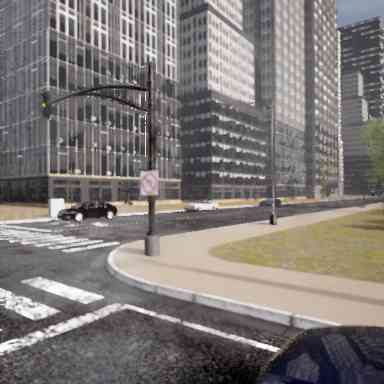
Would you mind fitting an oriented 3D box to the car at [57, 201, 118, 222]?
[{"bbox_3d":[-8.084,1.457,26.000,1.837,1.490,4.892,-1,0,37],"label":"car"}]

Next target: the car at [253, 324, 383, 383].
[{"bbox_3d":[2.389,1.570,1.979,4.181,1.385,1.994,0,0,36],"label":"car"}]

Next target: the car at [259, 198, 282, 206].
[{"bbox_3d":[12.586,1.585,53.246,2.033,1.411,5.357,-1,0,37],"label":"car"}]

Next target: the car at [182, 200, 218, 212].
[{"bbox_3d":[0.990,1.573,38.027,1.895,1.301,4.718,-1,0,37],"label":"car"}]
